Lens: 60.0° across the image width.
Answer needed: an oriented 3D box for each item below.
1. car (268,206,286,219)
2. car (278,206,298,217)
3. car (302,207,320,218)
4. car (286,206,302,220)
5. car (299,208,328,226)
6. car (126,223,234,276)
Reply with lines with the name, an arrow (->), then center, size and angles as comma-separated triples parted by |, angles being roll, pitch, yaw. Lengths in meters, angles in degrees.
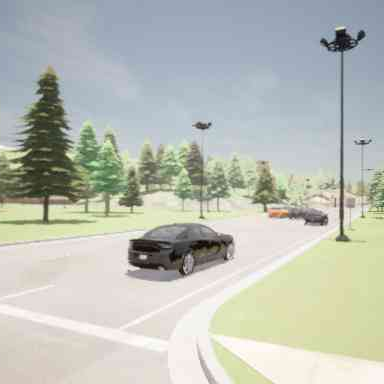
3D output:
car -> 12.801, 2.960, 49.125 | 2.097, 1.767, 4.553 | 0, -2, 30
car -> 15.840, 3.164, 54.702 | 2.097, 1.767, 4.553 | 0, -2, 29
car -> 19.062, 3.297, 53.288 | 1.882, 1.535, 5.008 | 0, -2, 29
car -> 14.741, 2.882, 45.406 | 2.097, 1.767, 4.553 | 0, -2, 30
car -> 13.322, 2.717, 35.536 | 2.128, 1.511, 4.902 | 0, -2, 29
car -> -0.159, 1.825, 11.816 | 1.882, 1.535, 5.008 | -1, -3, 31
